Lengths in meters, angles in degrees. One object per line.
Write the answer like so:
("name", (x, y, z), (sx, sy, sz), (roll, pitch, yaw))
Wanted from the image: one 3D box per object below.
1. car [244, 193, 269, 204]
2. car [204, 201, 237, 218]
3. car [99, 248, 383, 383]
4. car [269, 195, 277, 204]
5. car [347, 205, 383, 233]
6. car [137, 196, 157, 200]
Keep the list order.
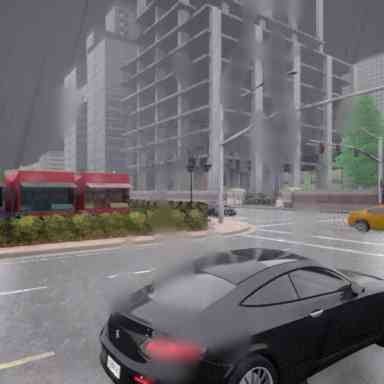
("car", (10.824, 1.114, 57.652), (1.905, 1.878, 3.866), (0, 0, -36))
("car", (2.017, 1.509, 29.495), (1.994, 1.385, 4.181), (0, 0, -36))
("car", (1.114, 1.526, 4.580), (4.674, 1.442, 1.812), (0, 0, -35))
("car", (13.213, 1.114, 59.368), (1.905, 1.878, 3.866), (0, 0, -36))
("car", (10.800, 1.460, 17.432), (1.882, 1.535, 5.008), (0, 0, -36))
("car", (-5.094, 1.298, 39.279), (2.097, 1.767, 4.553), (0, 0, -36))
